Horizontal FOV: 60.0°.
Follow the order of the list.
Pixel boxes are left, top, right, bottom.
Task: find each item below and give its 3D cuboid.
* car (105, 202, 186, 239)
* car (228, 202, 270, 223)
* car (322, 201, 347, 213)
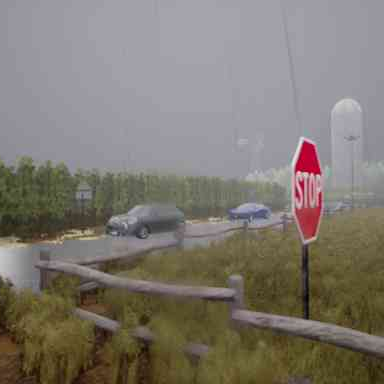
[{"bbox_3d":[-2.324,1.401,17.551,2.097,1.767,4.553,-1,-1,36],"label":"car"},{"bbox_3d":[4.780,1.623,27.428,1.882,1.535,5.008,-1,-1,36],"label":"car"},{"bbox_3d":[15.993,1.722,37.377,2.033,1.411,5.357,-1,0,35],"label":"car"}]
